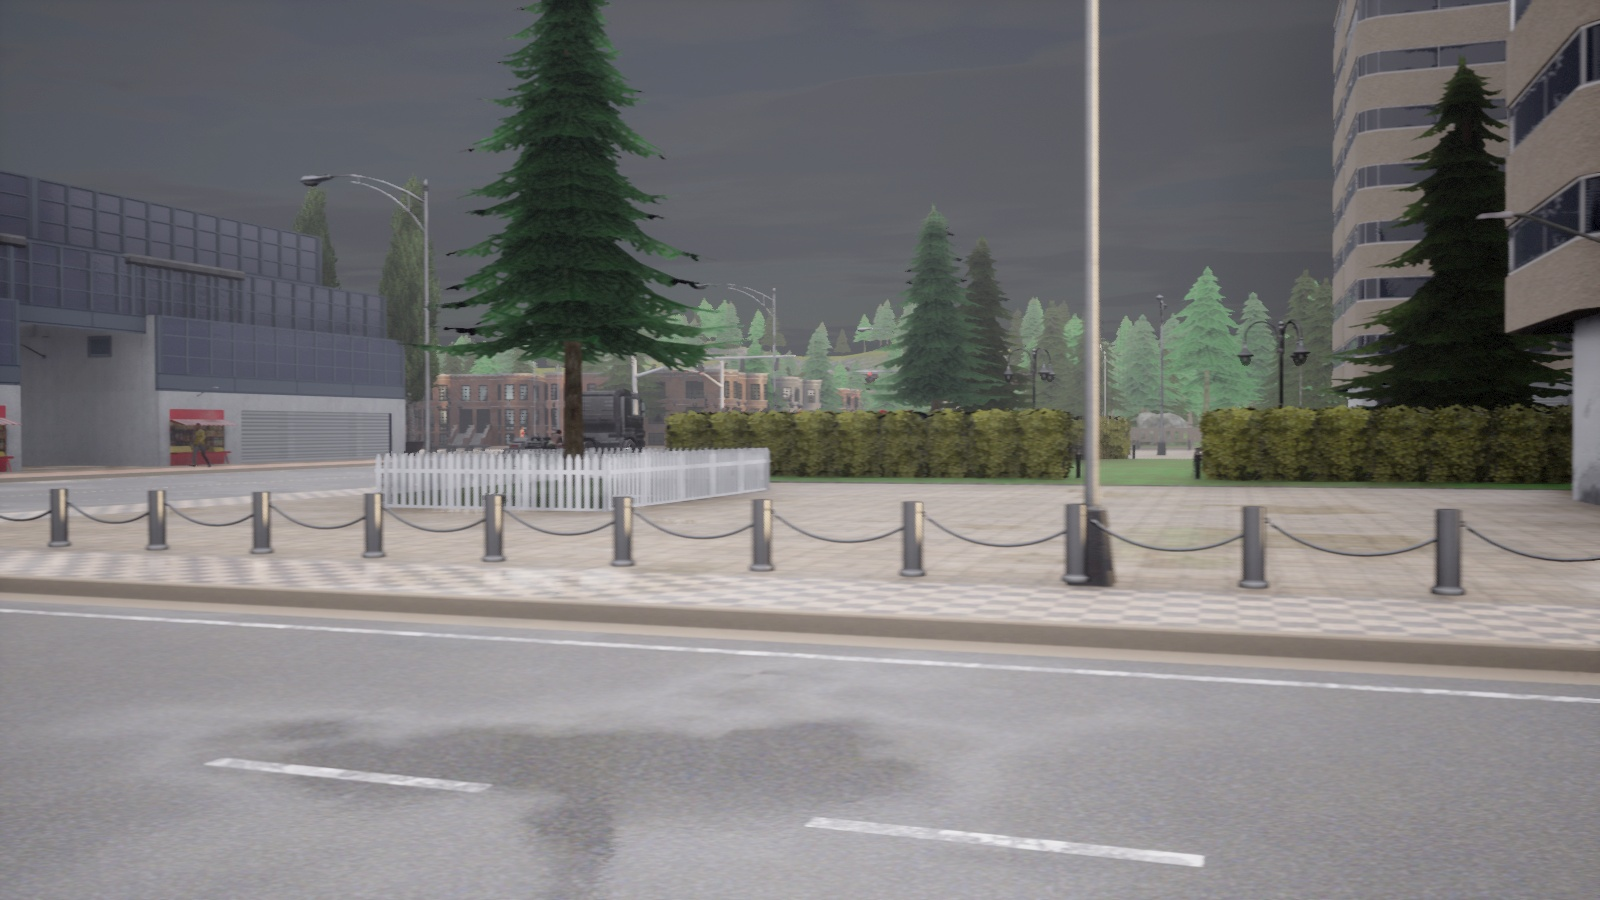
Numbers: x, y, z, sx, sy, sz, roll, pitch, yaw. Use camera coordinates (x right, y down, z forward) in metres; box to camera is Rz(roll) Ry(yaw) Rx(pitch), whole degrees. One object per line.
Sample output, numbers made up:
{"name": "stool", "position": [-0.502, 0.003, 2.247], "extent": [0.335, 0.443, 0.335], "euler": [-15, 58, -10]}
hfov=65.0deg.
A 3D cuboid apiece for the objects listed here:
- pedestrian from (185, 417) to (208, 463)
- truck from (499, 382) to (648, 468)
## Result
{"name": "pedestrian", "position": [-23.991, -0.405, 49.943], "extent": [0.431, 1.840, 0.709], "euler": [1, 1, 18]}
{"name": "truck", "position": [-9.722, -1.072, 54.961], "extent": [2.891, 3.462, 7.936], "euler": [1, 1, 19]}
